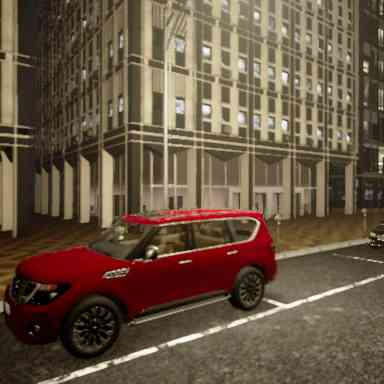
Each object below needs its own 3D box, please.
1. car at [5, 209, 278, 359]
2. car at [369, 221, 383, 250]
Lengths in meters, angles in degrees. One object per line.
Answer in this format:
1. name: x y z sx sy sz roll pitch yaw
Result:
1. car: -0.550 1.292 6.154 5.009 1.841 2.192 -1 1 -35
2. car: 8.365 1.439 12.512 4.403 1.369 2.008 -1 1 -35
